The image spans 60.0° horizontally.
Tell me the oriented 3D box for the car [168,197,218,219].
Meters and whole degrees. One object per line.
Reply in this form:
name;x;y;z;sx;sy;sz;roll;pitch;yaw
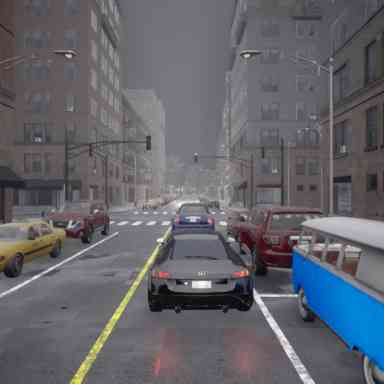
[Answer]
car;0.069;1.350;17.788;2.097;1.767;4.553;0;0;0

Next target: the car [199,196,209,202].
car;2.722;1.548;75.917;2.008;1.369;4.403;0;0;0

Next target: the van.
van;2.643;1.341;4.659;1.690;1.788;3.998;0;0;0

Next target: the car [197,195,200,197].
car;2.716;1.548;70.435;2.008;1.369;4.403;0;0;0

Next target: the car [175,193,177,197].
car;-5.311;1.563;81.409;1.947;1.339;4.313;0;0;0

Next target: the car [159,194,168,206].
car;-5.352;1.522;53.828;1.752;1.417;4.829;0;0;0

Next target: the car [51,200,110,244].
car;-5.382;1.314;16.027;2.192;1.841;5.009;0;0;0

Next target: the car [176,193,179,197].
car;-5.303;1.312;86.890;2.192;1.841;5.009;0;0;0

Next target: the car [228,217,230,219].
car;2.656;1.581;16.017;1.802;1.307;4.206;0;0;0

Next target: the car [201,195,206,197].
car;2.692;1.541;48.507;1.887;1.381;4.507;0;0;0

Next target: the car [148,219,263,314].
car;0.107;1.564;7.732;1.994;1.385;4.181;0;0;-2

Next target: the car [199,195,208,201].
car;2.728;1.437;81.399;1.967;1.590;4.097;0;0;0

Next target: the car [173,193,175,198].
car;-5.327;1.437;70.444;1.967;1.590;4.097;0;0;0

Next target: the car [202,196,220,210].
car;2.686;1.547;43.026;2.008;1.369;4.403;0;0;0

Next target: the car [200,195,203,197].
car;2.698;1.547;53.989;2.008;1.369;4.403;0;0;0

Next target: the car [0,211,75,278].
car;-5.388;1.525;10.178;1.752;1.417;4.829;0;0;0

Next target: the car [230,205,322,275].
car;2.650;1.314;10.338;2.192;1.841;5.009;0;0;0

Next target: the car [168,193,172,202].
car;-5.343;1.311;59.480;2.192;1.841;5.009;0;0;0

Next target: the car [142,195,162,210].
car;-5.368;1.521;42.864;1.752;1.417;4.829;0;0;0
